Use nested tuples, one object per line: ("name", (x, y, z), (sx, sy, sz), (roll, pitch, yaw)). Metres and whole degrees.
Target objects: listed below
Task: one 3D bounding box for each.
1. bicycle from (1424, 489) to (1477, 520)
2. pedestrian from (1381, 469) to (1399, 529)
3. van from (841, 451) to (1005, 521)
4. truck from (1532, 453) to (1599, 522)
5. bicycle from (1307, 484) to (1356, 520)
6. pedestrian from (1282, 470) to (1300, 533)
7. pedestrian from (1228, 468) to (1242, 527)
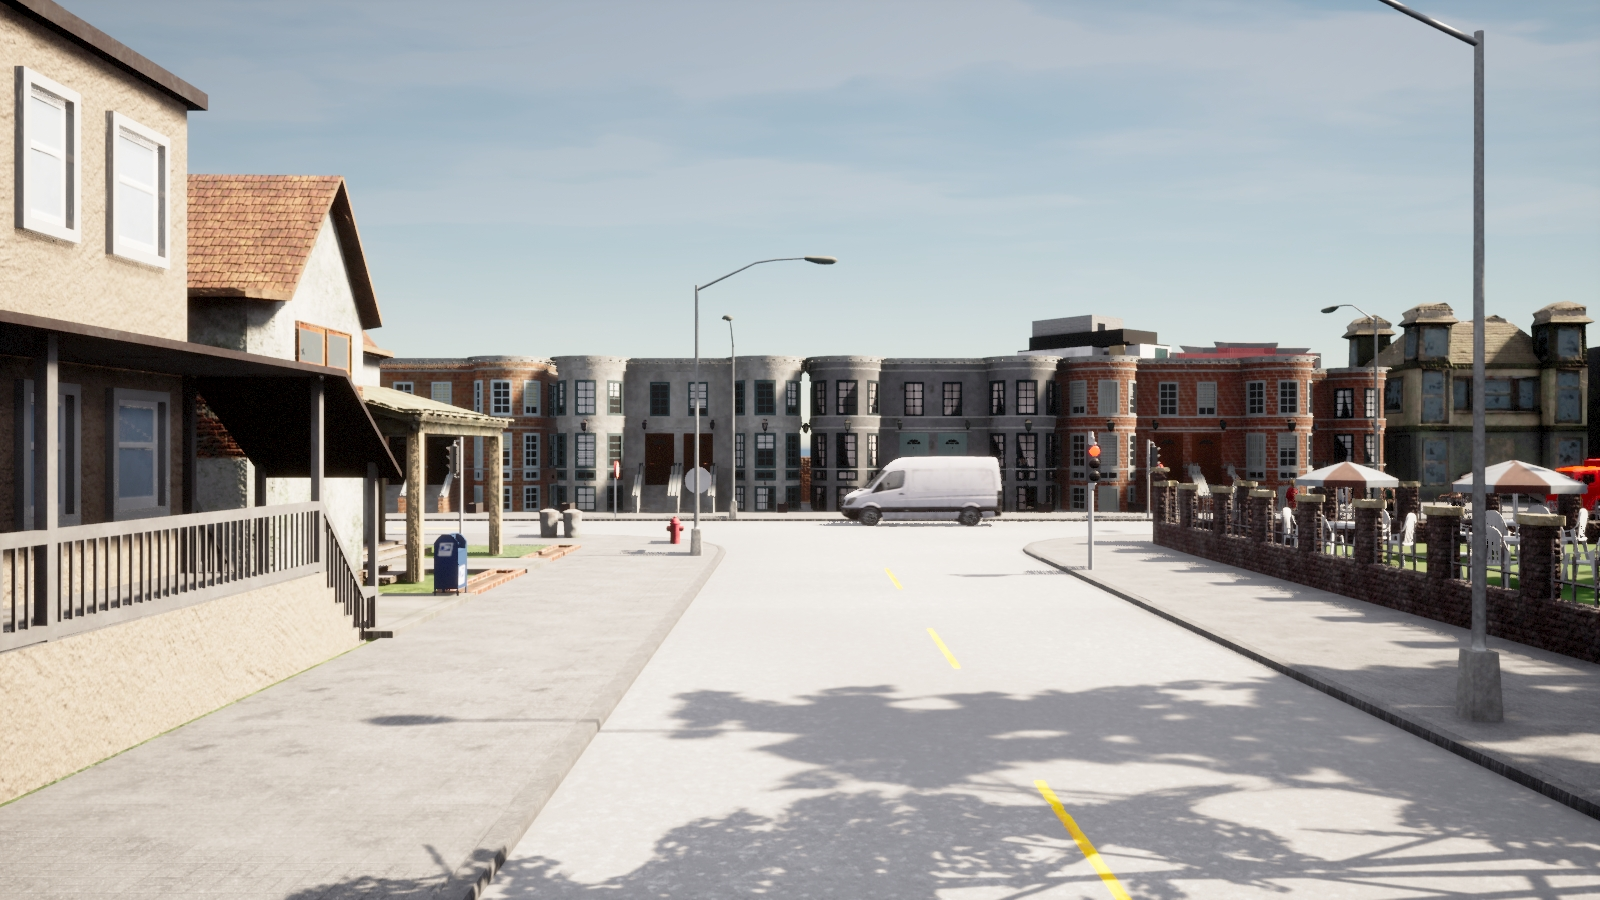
("bicycle", (24.301, 2.035, 42.712), (1.487, 1.080, 0.859), (1, 0, 0))
("pedestrian", (18.309, 1.517, 35.440), (0.375, 1.860, 0.375), (0, 0, 3))
("van", (4.520, 1.314, 42.748), (5.915, 2.561, 1.988), (0, 0, 0))
("truck", (30.820, 1.342, 42.738), (5.204, 2.467, 2.627), (0, 0, 0))
("bicycle", (19.862, 1.936, 42.733), (1.643, 1.296, 0.373), (-1, 0, 0))
("pedestrian", (14.586, 1.516, 33.957), (0.375, 1.860, 0.375), (0, 0, 0))
("pedestrian", (13.944, 1.517, 36.620), (0.375, 1.860, 0.375), (0, 0, 13))
